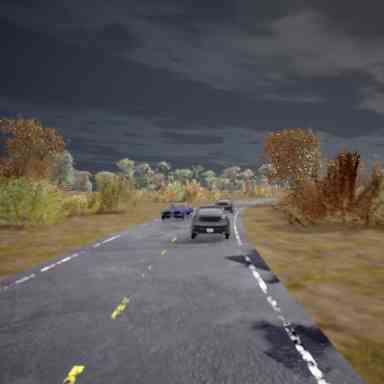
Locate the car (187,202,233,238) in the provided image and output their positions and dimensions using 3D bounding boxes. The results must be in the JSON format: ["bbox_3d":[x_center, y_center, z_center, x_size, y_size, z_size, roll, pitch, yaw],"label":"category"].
[{"bbox_3d":[1.028,1.482,17.475,1.837,1.490,4.892,0,0,5],"label":"car"}]

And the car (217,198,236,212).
[{"bbox_3d":[3.498,1.445,35.352,1.837,1.490,4.892,0,0,10],"label":"car"}]

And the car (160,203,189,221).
[{"bbox_3d":[-1.149,1.556,26.585,1.895,1.301,4.718,0,0,8],"label":"car"}]
